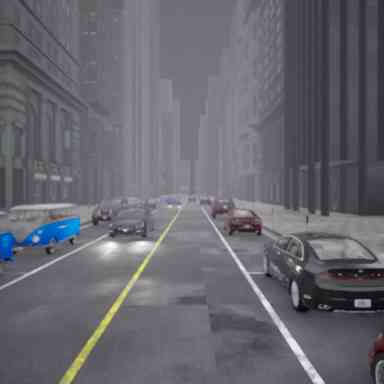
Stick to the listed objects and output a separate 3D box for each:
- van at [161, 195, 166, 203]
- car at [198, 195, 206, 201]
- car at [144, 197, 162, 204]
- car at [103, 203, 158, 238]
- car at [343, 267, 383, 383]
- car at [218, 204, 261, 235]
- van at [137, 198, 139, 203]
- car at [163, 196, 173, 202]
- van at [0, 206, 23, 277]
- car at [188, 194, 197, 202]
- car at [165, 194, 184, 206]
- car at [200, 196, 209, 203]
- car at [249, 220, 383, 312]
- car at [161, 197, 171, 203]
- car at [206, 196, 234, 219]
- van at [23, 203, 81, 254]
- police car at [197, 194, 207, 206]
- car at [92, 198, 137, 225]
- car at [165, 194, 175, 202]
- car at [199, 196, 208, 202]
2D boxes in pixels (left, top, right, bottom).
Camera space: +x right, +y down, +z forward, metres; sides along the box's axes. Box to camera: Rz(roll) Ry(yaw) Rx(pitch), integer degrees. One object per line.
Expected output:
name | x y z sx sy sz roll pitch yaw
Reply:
van | -5.771 1.520 69.545 1.690 1.788 3.998 0 0 0
car | 2.752 1.688 92.102 1.967 1.590 4.097 0 0 0
car | -5.769 1.656 46.998 1.887 1.381 4.507 0 0 0
car | -3.102 1.542 17.862 1.837 1.490 4.892 0 0 0
car | 2.760 1.586 1.922 1.802 1.307 4.206 0 0 0
car | 2.759 1.584 18.831 1.887 1.381 4.507 0 0 0
van | -5.768 1.408 30.088 1.690 1.788 3.998 0 0 0
car | -5.771 1.779 80.818 1.947 1.339 4.313 0 0 0
van | -5.766 1.357 7.542 1.690 1.788 3.998 0 0 0
car | -0.006 1.548 76.868 1.882 1.535 5.008 0 0 0
car | -3.054 1.500 59.301 2.097 1.767 4.553 0 0 0
car | 2.754 1.722 75.363 1.752 1.417 4.829 0 0 0
car | 2.760 1.566 7.558 2.008 1.369 4.403 0 0 0
car | -5.771 1.762 75.181 1.947 1.339 4.313 0 0 0
car | 2.757 1.381 30.103 2.192 1.841 5.009 0 0 0
van | -5.766 1.369 13.179 1.690 1.788 3.998 0 0 0
police car | 2.361 1.574 59.709 1.930 1.638 5.238 0 0 0
car | -5.767 1.368 24.451 2.192 1.841 5.009 0 0 0
car | -5.773 1.546 86.455 2.192 1.841 5.009 0 0 0
car | 2.753 1.764 80.829 2.008 1.369 4.403 0 0 0
